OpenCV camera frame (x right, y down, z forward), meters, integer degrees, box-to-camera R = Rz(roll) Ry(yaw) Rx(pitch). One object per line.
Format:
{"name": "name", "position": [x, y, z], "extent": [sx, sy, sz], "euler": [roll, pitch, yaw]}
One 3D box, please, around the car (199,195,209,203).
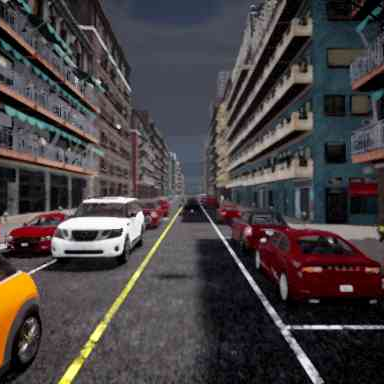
{"name": "car", "position": [2.679, 1.481, 74.318], "extent": [1.967, 1.590, 4.097], "euler": [1, 0, 0]}

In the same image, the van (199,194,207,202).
{"name": "van", "position": [2.679, 1.387, 79.842], "extent": [1.690, 1.788, 3.998], "euler": [1, 0, 0]}

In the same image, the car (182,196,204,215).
{"name": "car", "position": [-0.003, 1.521, 34.175], "extent": [1.837, 1.490, 4.892], "euler": [0, 0, 0]}

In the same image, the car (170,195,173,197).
{"name": "car", "position": [-5.701, 1.587, 68.806], "extent": [2.008, 1.369, 4.403], "euler": [1, 0, 0]}

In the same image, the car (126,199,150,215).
{"name": "car", "position": [-5.692, 1.541, 35.496], "extent": [1.752, 1.417, 4.829], "euler": [1, 0, 0]}

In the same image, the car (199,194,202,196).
{"name": "car", "position": [0.012, 1.373, 46.689], "extent": [2.097, 1.767, 4.553], "euler": [0, 0, 0]}

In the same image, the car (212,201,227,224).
{"name": "car", "position": [2.691, 1.592, 24.607], "extent": [1.802, 1.307, 4.206], "euler": [1, 0, 0]}

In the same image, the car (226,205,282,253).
{"name": "car", "position": [2.696, 1.446, 13.560], "extent": [1.967, 1.590, 4.097], "euler": [1, 0, 0]}

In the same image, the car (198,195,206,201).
{"name": "car", "position": [2.673, 1.601, 90.889], "extent": [1.887, 1.381, 4.507], "euler": [1, 0, 0]}

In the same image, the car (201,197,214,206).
{"name": "car", "position": [2.683, 1.595, 57.748], "extent": [1.947, 1.339, 4.313], "euler": [1, 0, 0]}

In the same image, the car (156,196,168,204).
{"name": "car", "position": [-5.699, 1.557, 63.112], "extent": [1.752, 1.417, 4.829], "euler": [1, 0, 0]}

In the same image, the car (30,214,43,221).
{"name": "car", "position": [-5.686, 1.550, 13.572], "extent": [1.887, 1.381, 4.507], "euler": [1, 0, 0]}

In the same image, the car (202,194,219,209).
{"name": "car", "position": [2.688, 1.337, 46.702], "extent": [2.192, 1.841, 5.009], "euler": [1, 0, 0]}

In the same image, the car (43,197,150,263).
{"name": "car", "position": [-3.102, 1.226, 12.272], "extent": [2.150, 2.045, 5.566], "euler": [0, 0, 0]}

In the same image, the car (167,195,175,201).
{"name": "car", "position": [-5.707, 1.606, 90.900], "extent": [2.008, 1.369, 4.403], "euler": [1, 0, 0]}

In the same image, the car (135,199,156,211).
{"name": "car", "position": [-5.694, 1.569, 41.189], "extent": [2.008, 1.369, 4.403], "euler": [1, 0, 0]}

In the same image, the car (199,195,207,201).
{"name": "car", "position": [2.675, 1.596, 85.365], "extent": [1.887, 1.381, 4.507], "euler": [1, 0, 0]}

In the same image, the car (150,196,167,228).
{"name": "car", "position": [-3.097, 1.360, 22.049], "extent": [2.097, 1.767, 4.553], "euler": [0, 0, 0]}

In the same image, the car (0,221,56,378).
{"name": "car", "position": [-3.095, 1.353, 2.632], "extent": [2.097, 1.767, 4.553], "euler": [0, 0, 0]}

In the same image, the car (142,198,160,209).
{"name": "car", "position": [-5.695, 1.566, 46.713], "extent": [1.887, 1.381, 4.507], "euler": [1, 0, 0]}

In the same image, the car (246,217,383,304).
{"name": "car", "position": [2.696, 1.548, 8.036], "extent": [1.887, 1.381, 4.507], "euler": [1, 0, 0]}

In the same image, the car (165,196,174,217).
{"name": "car", "position": [-3.071, 1.491, 31.396], "extent": [1.882, 1.535, 5.008], "euler": [0, 0, 0]}
